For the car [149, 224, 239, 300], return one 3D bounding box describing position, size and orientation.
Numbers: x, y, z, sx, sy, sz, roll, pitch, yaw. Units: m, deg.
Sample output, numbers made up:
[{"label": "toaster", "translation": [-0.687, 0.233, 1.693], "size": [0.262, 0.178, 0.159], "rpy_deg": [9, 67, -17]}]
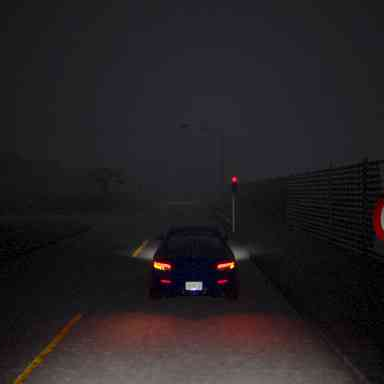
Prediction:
[{"label": "car", "translation": [0.055, 1.526, 8.290], "size": [1.812, 1.442, 4.674], "rpy_deg": [0, 0, 1]}]
